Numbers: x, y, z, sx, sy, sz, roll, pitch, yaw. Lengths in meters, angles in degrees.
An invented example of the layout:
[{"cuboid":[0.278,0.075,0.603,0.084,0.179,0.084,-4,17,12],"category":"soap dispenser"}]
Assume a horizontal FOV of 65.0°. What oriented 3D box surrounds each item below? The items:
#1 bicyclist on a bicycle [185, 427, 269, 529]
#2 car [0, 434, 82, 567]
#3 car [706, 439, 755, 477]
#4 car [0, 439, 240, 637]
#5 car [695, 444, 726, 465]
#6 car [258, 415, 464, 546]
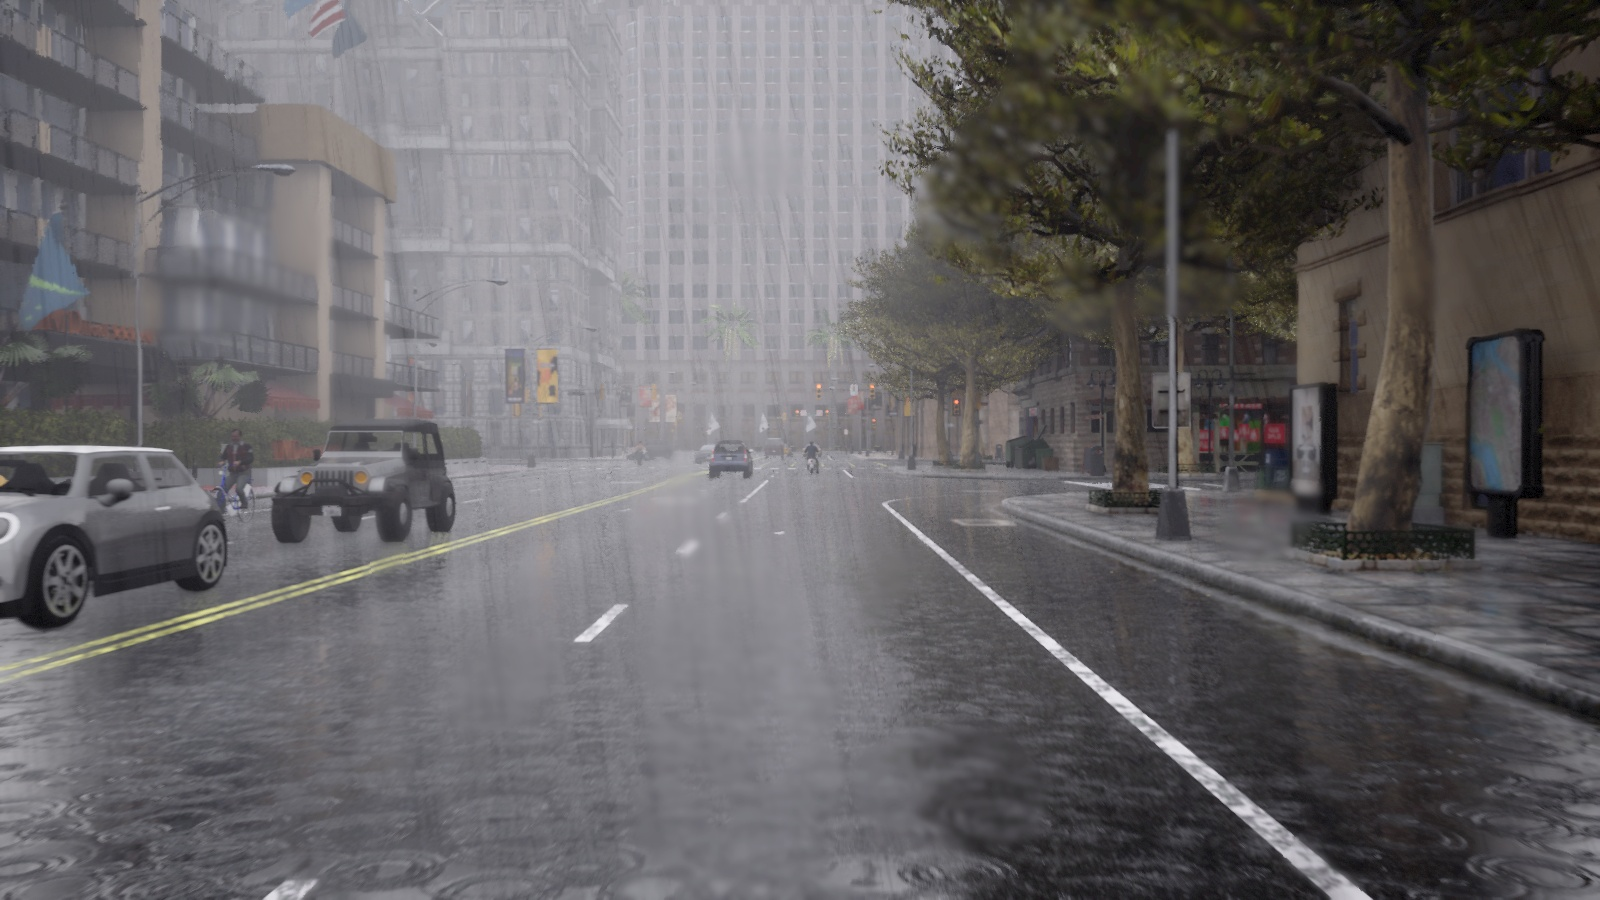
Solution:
[{"cuboid":[-10.286,0.481,22.616,0.659,1.776,1.843,0,0,1],"category":"bicyclist on a bicycle"},{"cuboid":[-10.360,0.599,13.824,1.801,1.575,5.366,0,0,1],"category":"car"},{"cuboid":[-3.005,0.333,54.921,1.851,1.617,3.988,0,0,0],"category":"car"},{"cuboid":[-6.884,0.643,11.279,1.970,1.475,3.806,0,0,1],"category":"car"},{"cuboid":[-6.221,0.273,87.579,1.812,1.442,4.674,0,0,0],"category":"car"},{"cuboid":[-6.810,0.424,19.945,1.905,1.878,3.866,0,0,0],"category":"car"}]
